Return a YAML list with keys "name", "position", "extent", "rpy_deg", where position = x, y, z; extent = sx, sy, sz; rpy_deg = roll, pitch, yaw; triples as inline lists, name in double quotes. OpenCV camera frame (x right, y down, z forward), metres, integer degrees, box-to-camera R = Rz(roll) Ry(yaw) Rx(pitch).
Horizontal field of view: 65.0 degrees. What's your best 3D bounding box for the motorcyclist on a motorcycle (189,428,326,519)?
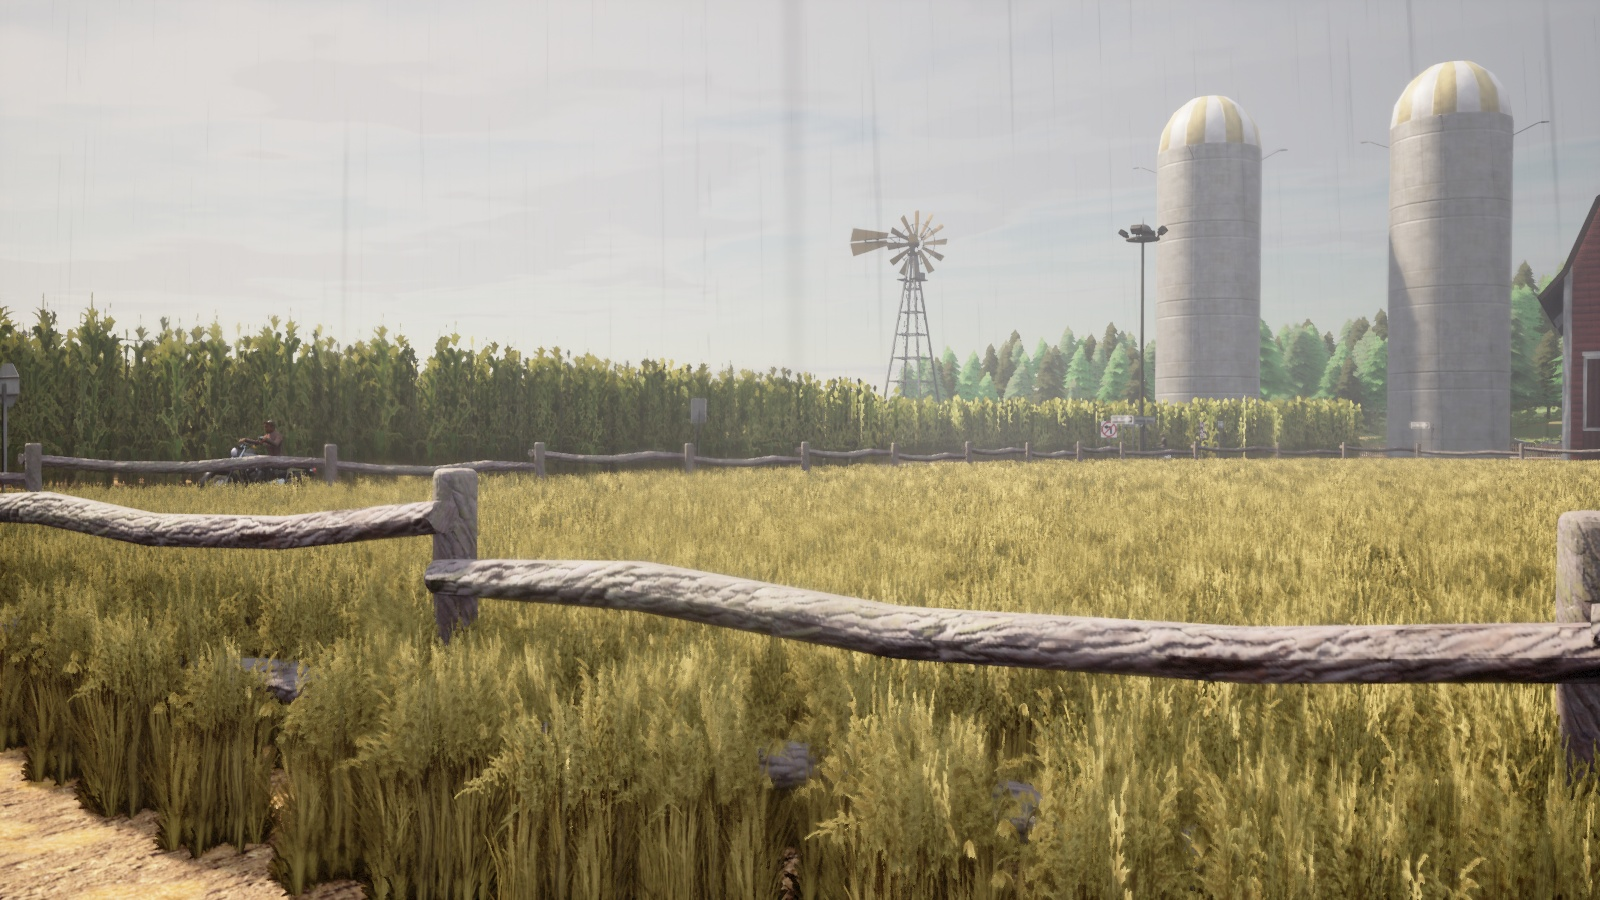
- name: "motorcyclist on a motorcycle"
  position: [-10.309, 0.409, 23.960]
  extent: [0.766, 1.649, 2.350]
  rpy_deg: [0, 0, 34]
